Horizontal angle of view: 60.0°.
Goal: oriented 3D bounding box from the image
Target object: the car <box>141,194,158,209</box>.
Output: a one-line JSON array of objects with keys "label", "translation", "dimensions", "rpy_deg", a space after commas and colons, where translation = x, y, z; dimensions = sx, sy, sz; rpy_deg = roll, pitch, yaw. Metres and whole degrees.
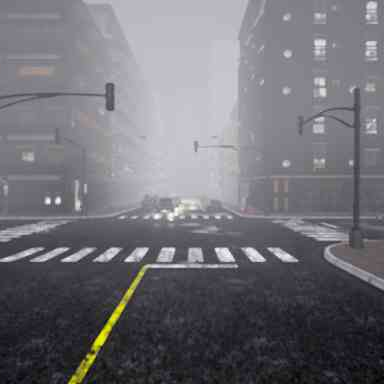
[{"label": "car", "translation": [-5.325, 1.185, 43.378], "dimensions": [2.192, 1.841, 5.009], "rpy_deg": [-1, 0, 0]}]

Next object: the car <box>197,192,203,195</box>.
[{"label": "car", "translation": [2.560, 1.329, 82.093], "dimensions": [1.802, 1.307, 4.206], "rpy_deg": [-1, 0, 0]}]

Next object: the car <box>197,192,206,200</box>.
[{"label": "car", "translation": [2.557, 1.043, 87.632], "dimensions": [2.192, 1.841, 5.009], "rpy_deg": [-1, 0, 0]}]

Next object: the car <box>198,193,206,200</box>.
[{"label": "car", "translation": [2.559, 1.345, 65.475], "dimensions": [1.887, 1.381, 4.507], "rpy_deg": [-1, 0, 0]}]

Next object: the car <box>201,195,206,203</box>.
[{"label": "car", "translation": [2.558, 1.421, 43.318], "dimensions": [2.008, 1.369, 4.403], "rpy_deg": [-1, 0, 0]}]

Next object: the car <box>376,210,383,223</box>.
[{"label": "car", "translation": [14.653, 1.426, 21.882], "dimensions": [4.674, 1.442, 1.812], "rpy_deg": [0, 1, -1]}]

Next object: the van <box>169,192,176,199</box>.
[{"label": "van", "translation": [-5.322, 1.051, 93.212], "dimensions": [1.690, 1.788, 3.998], "rpy_deg": [-1, 0, 0]}]

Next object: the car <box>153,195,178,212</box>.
[{"label": "car", "translation": [-2.839, 1.396, 36.512], "dimensions": [1.837, 1.490, 4.892], "rpy_deg": [0, 0, 0]}]

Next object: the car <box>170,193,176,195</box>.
[{"label": "car", "translation": [-2.770, 1.374, 57.262], "dimensions": [2.033, 1.411, 5.357], "rpy_deg": [0, 0, 1]}]

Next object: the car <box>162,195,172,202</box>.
[{"label": "car", "translation": [-5.320, 1.365, 71.064], "dimensions": [1.802, 1.307, 4.206], "rpy_deg": [-1, 0, 0]}]

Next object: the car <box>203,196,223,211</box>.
[{"label": "car", "translation": [2.558, 1.469, 37.780], "dimensions": [1.802, 1.307, 4.206], "rpy_deg": [-1, 0, 0]}]

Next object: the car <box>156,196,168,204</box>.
[{"label": "car", "translation": [-5.321, 1.400, 59.990], "dimensions": [1.802, 1.307, 4.206], "rpy_deg": [-1, 0, 0]}]

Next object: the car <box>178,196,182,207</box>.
[{"label": "car", "translation": [-2.835, 1.460, 46.612], "dimensions": [1.895, 1.301, 4.718], "rpy_deg": [0, 0, 0]}]

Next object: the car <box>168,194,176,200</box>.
[{"label": "car", "translation": [-5.320, 1.254, 87.505], "dimensions": [1.752, 1.417, 4.829], "rpy_deg": [-1, 0, 0]}]

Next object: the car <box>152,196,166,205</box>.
[{"label": "car", "translation": [-5.322, 1.361, 54.282], "dimensions": [1.752, 1.417, 4.829], "rpy_deg": [-1, 0, 0]}]
